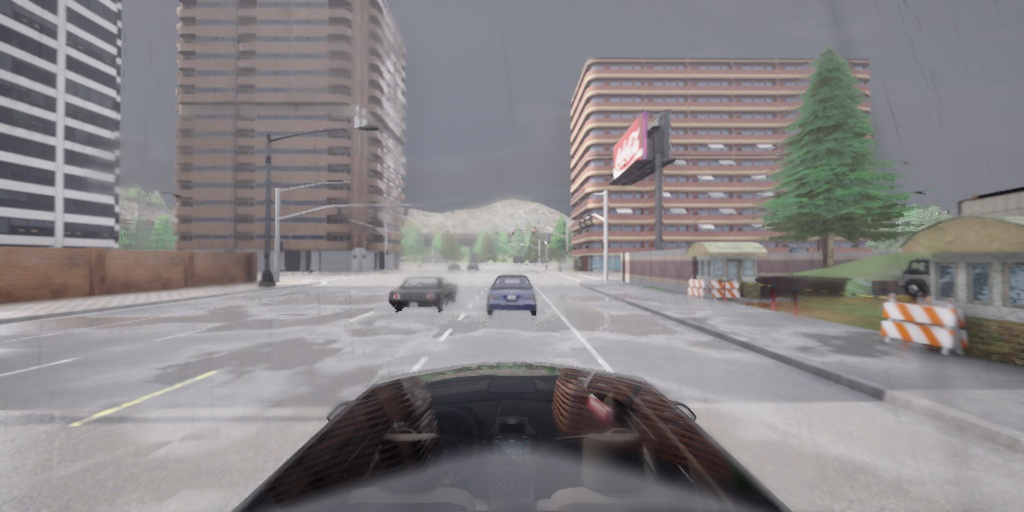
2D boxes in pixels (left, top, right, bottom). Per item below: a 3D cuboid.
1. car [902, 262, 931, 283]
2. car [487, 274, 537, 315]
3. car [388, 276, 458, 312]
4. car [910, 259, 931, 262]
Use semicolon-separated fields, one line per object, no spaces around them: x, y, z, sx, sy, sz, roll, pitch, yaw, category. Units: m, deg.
42.030;1.629;36.228;4.902;1.511;2.128;0;-1;0;car
0.008;1.438;14.322;2.033;1.411;5.357;0;-1;0;car
-3.485;1.500;15.059;1.895;1.301;4.718;0;-1;0;car
48.120;1.566;43.296;4.553;1.767;2.097;0;-1;0;car
